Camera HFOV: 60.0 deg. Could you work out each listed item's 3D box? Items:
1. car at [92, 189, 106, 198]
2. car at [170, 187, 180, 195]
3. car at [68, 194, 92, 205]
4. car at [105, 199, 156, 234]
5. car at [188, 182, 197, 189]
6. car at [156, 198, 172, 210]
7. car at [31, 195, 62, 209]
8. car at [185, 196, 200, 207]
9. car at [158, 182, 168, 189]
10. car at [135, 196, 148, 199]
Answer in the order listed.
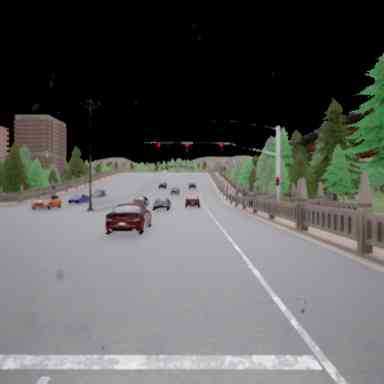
[{"bbox_3d":[-17.521,0.297,62.481,2.128,1.511,4.902,0,5,1],"label":"car"},{"bbox_3d":[-3.452,-0.260,68.287,2.033,1.411,5.357,0,7,0],"label":"car"},{"bbox_3d":[-17.583,1.037,51.415,1.882,1.535,5.008,0,3,0],"label":"car"},{"bbox_3d":[-3.410,1.390,18.614,1.882,1.535,5.008,0,0,0],"label":"car"},{"bbox_3d":[0.100,-1.632,78.588,1.837,1.490,4.892,0,8,0],"label":"car"},{"bbox_3d":[-3.422,1.359,38.783,2.033,1.411,5.357,0,0,0],"label":"car"},{"bbox_3d":[-17.598,1.155,40.416,2.097,1.767,4.553,0,0,0],"label":"car"},{"bbox_3d":[0.075,1.229,45.719,1.882,1.535,5.008,0,1,0],"label":"car"},{"bbox_3d":[-6.898,-1.686,79.036,1.837,1.490,4.892,0,8,0],"label":"car"},{"bbox_3d":[-6.939,1.286,45.200,1.812,1.442,4.674,0,1,0],"label":"car"}]
